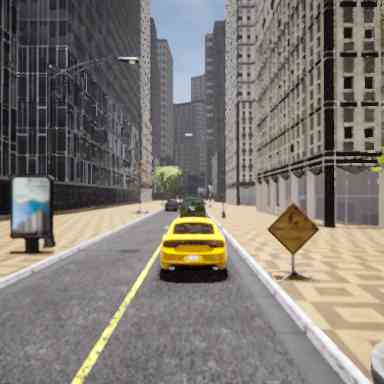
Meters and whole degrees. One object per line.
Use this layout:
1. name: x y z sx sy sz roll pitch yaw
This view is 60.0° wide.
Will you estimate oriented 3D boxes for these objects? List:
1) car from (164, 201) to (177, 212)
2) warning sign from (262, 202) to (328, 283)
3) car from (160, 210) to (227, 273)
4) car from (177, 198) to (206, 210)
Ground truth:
1. car: -2.851 1.950 46.744 1.882 1.535 5.008 0 -1 0
2. warning sign: 2.515 1.198 8.294 1.300 1.860 1.060 0 -1 0
3. car: 0.055 1.589 11.151 1.882 1.535 5.008 0 0 0
4. car: 0.076 1.513 29.251 2.150 2.045 5.566 0 -1 0
